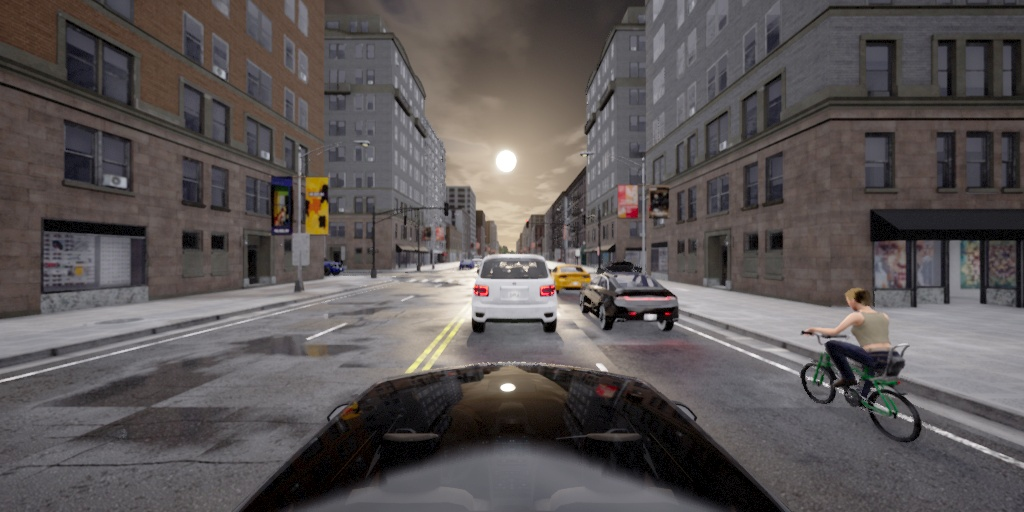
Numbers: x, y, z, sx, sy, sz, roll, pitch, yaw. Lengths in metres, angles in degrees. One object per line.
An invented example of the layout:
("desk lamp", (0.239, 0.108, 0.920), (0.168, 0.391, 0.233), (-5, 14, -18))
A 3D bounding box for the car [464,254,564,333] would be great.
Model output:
("car", (0.063, 0.969, 10.899), (2.150, 2.045, 5.566), (0, 0, 0))

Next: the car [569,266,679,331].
("car", (3.306, 1.239, 10.977), (2.128, 1.511, 4.902), (0, 0, 0))

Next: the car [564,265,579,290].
("car", (3.177, 1.225, 20.466), (1.882, 1.535, 5.008), (0, 0, 0))

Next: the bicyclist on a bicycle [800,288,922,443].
("bicyclist on a bicycle", (4.120, 1.186, 4.353), (0.866, 1.612, 1.509), (0, 0, 0))

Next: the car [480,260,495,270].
("car", (-3.539, 1.313, 53.225), (1.994, 1.385, 4.181), (0, 0, 0))

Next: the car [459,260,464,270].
("car", (-6.799, 1.226, 54.228), (1.882, 1.535, 5.008), (0, 0, 0))

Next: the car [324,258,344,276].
("car", (-19.864, 0.943, 35.945), (5.566, 2.045, 2.150), (0, 0, 2))

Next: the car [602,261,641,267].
("car", (11.577, 1.293, 39.078), (4.892, 1.490, 1.837), (0, 0, 3))
